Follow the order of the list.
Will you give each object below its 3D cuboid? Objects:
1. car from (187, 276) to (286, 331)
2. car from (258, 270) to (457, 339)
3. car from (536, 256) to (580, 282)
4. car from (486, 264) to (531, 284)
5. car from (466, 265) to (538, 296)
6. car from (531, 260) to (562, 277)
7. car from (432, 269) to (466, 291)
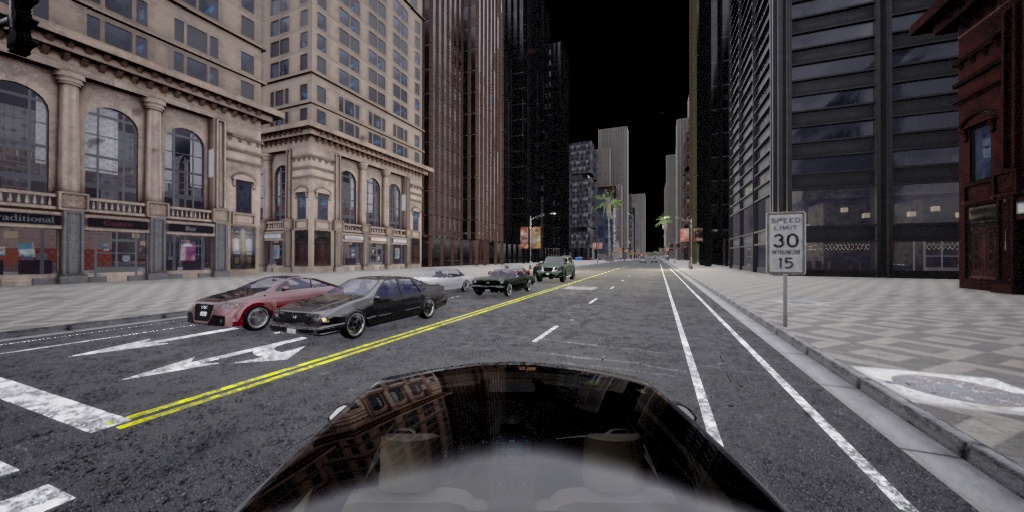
[{"bbox_3d":[-7.236,1.315,11.128,1.994,1.385,4.181,0,0,22],"label":"car"},{"bbox_3d":[-3.969,1.299,10.542,2.033,1.411,5.357,0,0,22],"label":"car"},{"bbox_3d":[3.686,0.986,29.328,2.150,2.045,5.566,0,0,22],"label":"car"},{"bbox_3d":[-0.177,1.364,28.469,1.895,1.301,4.718,0,0,22],"label":"car"},{"bbox_3d":[-0.352,1.357,19.423,1.895,1.301,4.718,0,0,22],"label":"car"},{"bbox_3d":[3.708,1.250,37.907,1.882,1.535,5.008,0,0,23],"label":"car"},{"bbox_3d":[-3.936,1.356,19.244,1.895,1.301,4.718,0,0,22],"label":"car"}]
